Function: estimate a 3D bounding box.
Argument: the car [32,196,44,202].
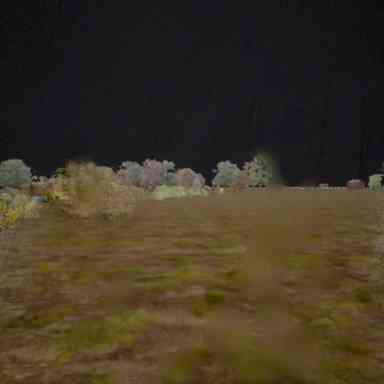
[{"bbox_3d":[-29.560,1.495,64.325,2.128,1.511,4.902,0,0,8],"label":"car"}]
